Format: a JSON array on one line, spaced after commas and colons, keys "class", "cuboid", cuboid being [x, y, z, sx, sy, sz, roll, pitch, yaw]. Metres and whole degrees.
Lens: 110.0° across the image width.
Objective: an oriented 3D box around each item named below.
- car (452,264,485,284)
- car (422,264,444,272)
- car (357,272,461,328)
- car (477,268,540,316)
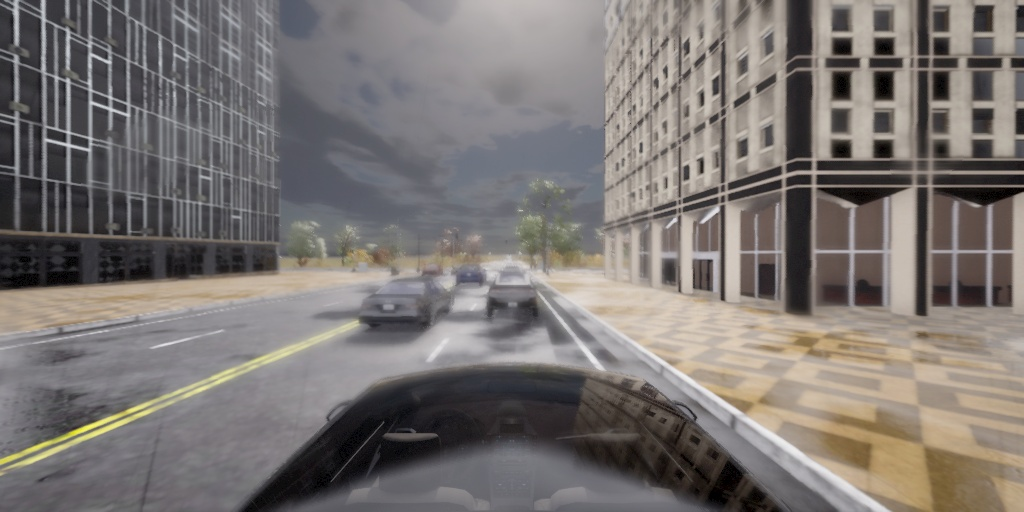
[{"class": "car", "cuboid": [-3.213, 1.434, 28.970, 2.097, 1.767, 4.553, 0, -1, 0]}, {"class": "car", "cuboid": [-9.822, 1.740, 44.647, 1.882, 1.535, 5.008, 0, -1, 1]}, {"class": "car", "cuboid": [-3.228, 1.425, 11.954, 2.033, 1.411, 5.357, 0, -1, 1]}, {"class": "car", "cuboid": [0.043, 1.396, 14.076, 2.128, 1.511, 4.902, 0, -1, 0]}]
